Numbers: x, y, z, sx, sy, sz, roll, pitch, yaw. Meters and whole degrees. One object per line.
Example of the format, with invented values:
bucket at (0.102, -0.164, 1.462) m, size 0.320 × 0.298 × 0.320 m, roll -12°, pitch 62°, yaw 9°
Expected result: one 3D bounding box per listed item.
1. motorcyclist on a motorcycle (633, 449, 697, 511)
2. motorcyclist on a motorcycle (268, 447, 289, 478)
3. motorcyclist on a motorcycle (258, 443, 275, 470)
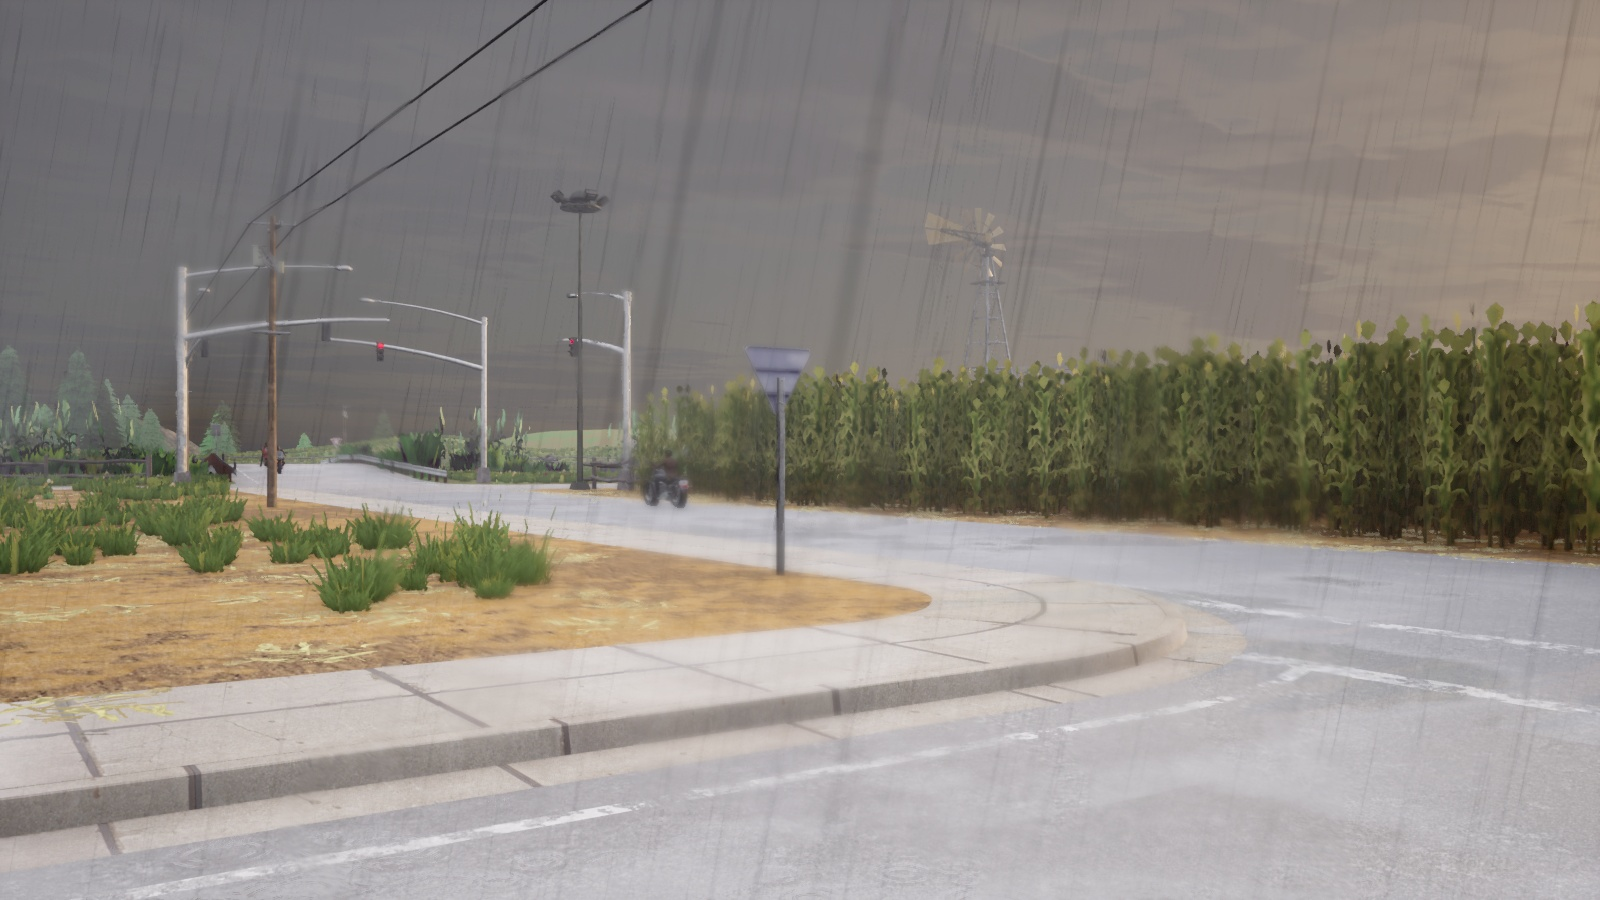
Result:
motorcyclist on a motorcycle at (-3.774, 0.816, 34.993) m, size 0.766 × 1.649 × 2.350 m, roll 0°, pitch 0°, yaw -34°
motorcyclist on a motorcycle at (-28.523, 0.664, 68.635) m, size 0.866 × 1.530 × 2.191 m, roll 0°, pitch 3°, yaw -28°
motorcyclist on a motorcycle at (-31.882, 0.371, 75.027) m, size 0.797 × 1.523 × 2.044 m, roll 0°, pitch 1°, yaw -27°
